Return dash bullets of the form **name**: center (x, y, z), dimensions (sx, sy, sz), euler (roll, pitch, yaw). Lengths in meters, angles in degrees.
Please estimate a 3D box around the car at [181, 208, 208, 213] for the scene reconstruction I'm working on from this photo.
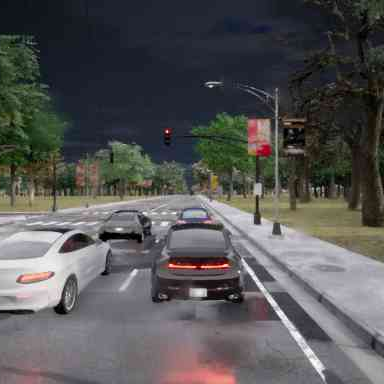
- **car**: center (0.134, 1.528, 17.283), dimensions (1.812, 1.442, 4.674), euler (0, 0, 0)

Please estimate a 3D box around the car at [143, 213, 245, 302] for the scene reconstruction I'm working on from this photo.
- **car**: center (0.117, 1.505, 8.212), dimensions (1.837, 1.490, 4.892), euler (0, 0, 0)

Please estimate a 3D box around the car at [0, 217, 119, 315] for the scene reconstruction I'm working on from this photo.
- **car**: center (-3.136, 1.526, 7.450), dimensions (1.812, 1.442, 4.674), euler (0, 0, 0)

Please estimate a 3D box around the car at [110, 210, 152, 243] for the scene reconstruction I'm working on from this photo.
- **car**: center (-3.118, 1.566, 16.209), dimensions (1.994, 1.385, 4.181), euler (0, 0, 0)
